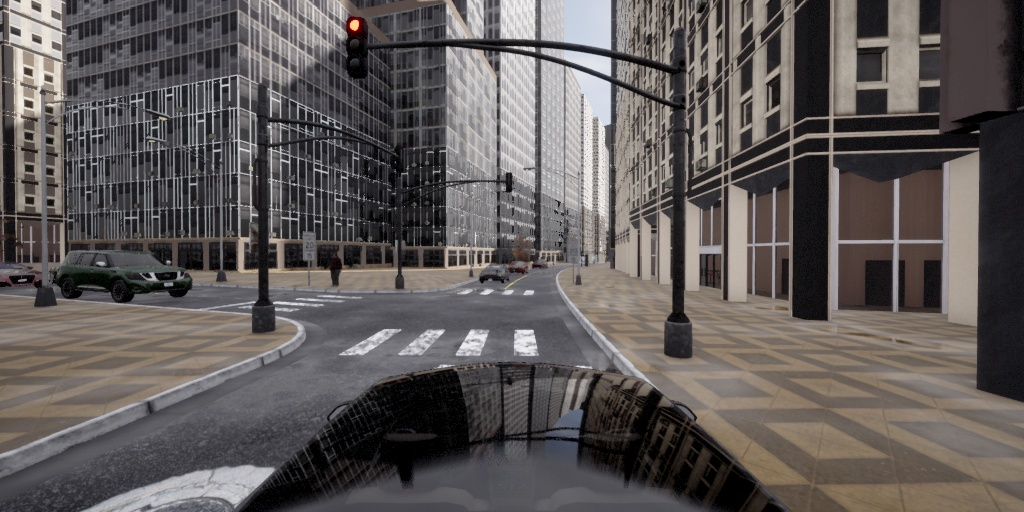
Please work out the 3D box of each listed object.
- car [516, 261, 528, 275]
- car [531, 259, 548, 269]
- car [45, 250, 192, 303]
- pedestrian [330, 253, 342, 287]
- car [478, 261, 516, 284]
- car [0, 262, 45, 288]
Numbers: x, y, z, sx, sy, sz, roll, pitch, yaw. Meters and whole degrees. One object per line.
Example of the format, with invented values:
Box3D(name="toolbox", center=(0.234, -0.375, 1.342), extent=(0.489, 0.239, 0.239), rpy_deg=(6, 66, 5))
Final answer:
Box3D(name="car", center=(0.685, 1.313, 41.224), extent=(1.882, 1.535, 5.008), rpy_deg=(0, 0, 10))
Box3D(name="car", center=(4.597, 1.286, 59.489), extent=(2.097, 1.767, 4.553), rpy_deg=(0, 0, 15))
Box3D(name="car", center=(-16.617, 0.770, 15.376), extent=(5.566, 2.045, 2.150), rpy_deg=(1, 1, 17))
Box3D(name="pedestrian", center=(-9.580, 0.716, 19.439), extent=(0.375, 1.860, 0.375), rpy_deg=(0, 0, 16))
Box3D(name="car", center=(-1.224, 1.331, 28.109), extent=(2.033, 1.411, 5.357), rpy_deg=(0, 0, 7))
Box3D(name="car", center=(-25.803, 0.981, 18.032), extent=(4.181, 1.385, 1.994), rpy_deg=(1, 1, 16))
